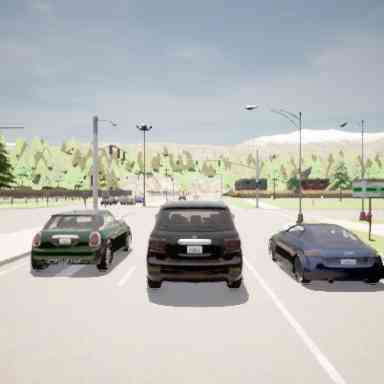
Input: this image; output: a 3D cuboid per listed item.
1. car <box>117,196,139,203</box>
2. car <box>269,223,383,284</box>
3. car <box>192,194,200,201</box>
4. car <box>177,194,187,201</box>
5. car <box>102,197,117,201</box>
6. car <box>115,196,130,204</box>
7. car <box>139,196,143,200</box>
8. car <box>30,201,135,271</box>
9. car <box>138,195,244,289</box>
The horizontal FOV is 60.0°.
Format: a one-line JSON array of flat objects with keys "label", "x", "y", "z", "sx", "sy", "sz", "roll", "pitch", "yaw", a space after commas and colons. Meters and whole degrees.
[{"label": "car", "x": -10.943, "y": 1.588, "z": 57.235, "sx": 1.994, "sy": 1.385, "sz": 4.181, "roll": 0, "pitch": 0, "yaw": 1}, {"label": "car", "x": 3.582, "y": 1.569, "z": 9.613, "sx": 1.994, "sy": 1.385, "sz": 4.181, "roll": 0, "pitch": 0, "yaw": 0}, {"label": "car", "x": 1.067, "y": 1.346, "z": 83.293, "sx": 1.882, "sy": 1.535, "sz": 5.008, "roll": 0, "pitch": 0, "yaw": 1}, {"label": "car", "x": -2.433, "y": 1.393, "z": 83.347, "sx": 2.128, "sy": 1.511, "sz": 4.902, "roll": 0, "pitch": 0, "yaw": 1}, {"label": "car", "x": -14.425, "y": 1.572, "z": 58.113, "sx": 2.033, "sy": 1.411, "sz": 5.357, "roll": 0, "pitch": 0, "yaw": 1}, {"label": "car", "x": -14.183, "y": 1.571, "z": 68.168, "sx": 2.033, "sy": 1.411, "sz": 5.357, "roll": 0, "pitch": 0, "yaw": 1}, {"label": "car", "x": -10.737, "y": 1.505, "z": 66.197, "sx": 1.882, "sy": 1.535, "sz": 5.008, "roll": 0, "pitch": 0, "yaw": 1}, {"label": "car", "x": -3.415, "y": 1.356, "z": 11.118, "sx": 2.097, "sy": 1.767, "sz": 4.553, "roll": 0, "pitch": 0, "yaw": 0}, {"label": "car", "x": 0.073, "y": 1.227, "z": 9.317, "sx": 2.150, "sy": 2.045, "sz": 5.566, "roll": 0, "pitch": 0, "yaw": 0}]
